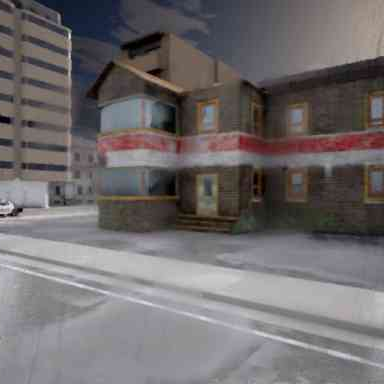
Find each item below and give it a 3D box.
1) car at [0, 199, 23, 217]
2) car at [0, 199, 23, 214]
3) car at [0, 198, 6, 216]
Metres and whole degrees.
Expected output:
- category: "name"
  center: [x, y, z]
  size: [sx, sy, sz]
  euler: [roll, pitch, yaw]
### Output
- category: "car"
  center: [-16.669, 1.393, 27.759]
  size: [2.038, 1.542, 4.974]
  euler: [0, 0, 15]
- category: "car"
  center: [-16.655, 1.235, 27.809]
  size: [1.853, 1.218, 4.536]
  euler: [0, 0, 15]
- category: "car"
  center: [-19.865, 1.384, 30.440]
  size: [4.974, 1.542, 2.038]
  euler: [0, 0, -30]
